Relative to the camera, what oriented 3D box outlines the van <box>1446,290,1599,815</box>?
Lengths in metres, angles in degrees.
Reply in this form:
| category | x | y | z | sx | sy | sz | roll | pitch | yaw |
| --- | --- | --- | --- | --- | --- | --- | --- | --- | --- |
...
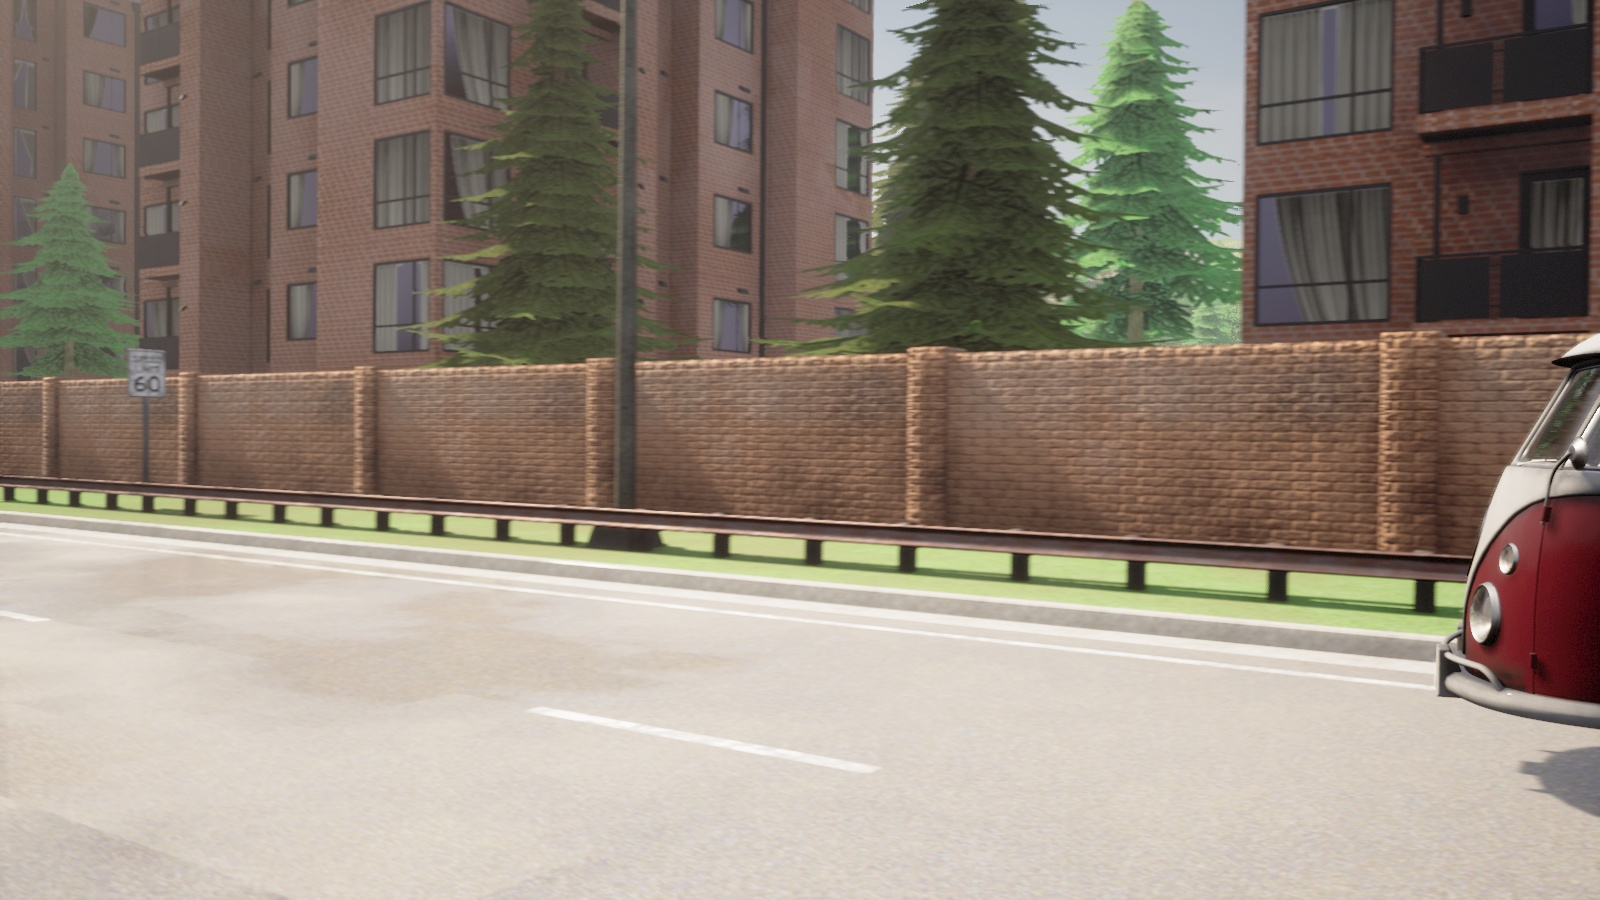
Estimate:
| category | x | y | z | sx | sy | sz | roll | pitch | yaw |
| --- | --- | --- | --- | --- | --- | --- | --- | --- | --- |
| van | 4.933 | 0.377 | 4.543 | 4.442 | 1.987 | 1.775 | 0 | 1 | 34 |
